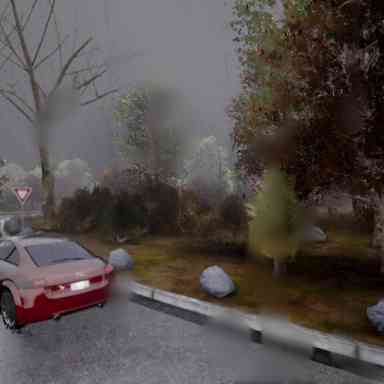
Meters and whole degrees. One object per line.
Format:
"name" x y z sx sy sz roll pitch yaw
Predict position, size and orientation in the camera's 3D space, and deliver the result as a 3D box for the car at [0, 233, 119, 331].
"car" -3.397 1.581 7.050 4.181 1.385 1.994 0 0 42
